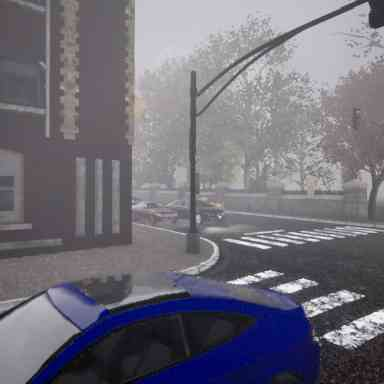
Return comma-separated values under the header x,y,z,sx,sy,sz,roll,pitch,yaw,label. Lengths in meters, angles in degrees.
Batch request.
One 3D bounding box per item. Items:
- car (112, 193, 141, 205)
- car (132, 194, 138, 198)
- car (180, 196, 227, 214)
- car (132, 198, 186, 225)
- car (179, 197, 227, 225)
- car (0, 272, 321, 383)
x,y,z,sx,sy,sz,roll,pitch,yaw,label
-8.681,0.864,43.876,2.008,1.369,4.403,1,0,-36,car
-5.688,1.029,29.833,1.837,1.490,4.892,0,1,-36,car
0.950,1.130,30.551,1.752,1.417,4.829,1,0,-36,car
-2.503,1.257,21.022,1.802,1.307,4.206,2,0,-36,car
0.164,1.208,21.687,1.837,1.490,4.892,0,1,-39,car
-0.808,1.528,2.793,4.674,1.442,1.812,0,0,-35,car
